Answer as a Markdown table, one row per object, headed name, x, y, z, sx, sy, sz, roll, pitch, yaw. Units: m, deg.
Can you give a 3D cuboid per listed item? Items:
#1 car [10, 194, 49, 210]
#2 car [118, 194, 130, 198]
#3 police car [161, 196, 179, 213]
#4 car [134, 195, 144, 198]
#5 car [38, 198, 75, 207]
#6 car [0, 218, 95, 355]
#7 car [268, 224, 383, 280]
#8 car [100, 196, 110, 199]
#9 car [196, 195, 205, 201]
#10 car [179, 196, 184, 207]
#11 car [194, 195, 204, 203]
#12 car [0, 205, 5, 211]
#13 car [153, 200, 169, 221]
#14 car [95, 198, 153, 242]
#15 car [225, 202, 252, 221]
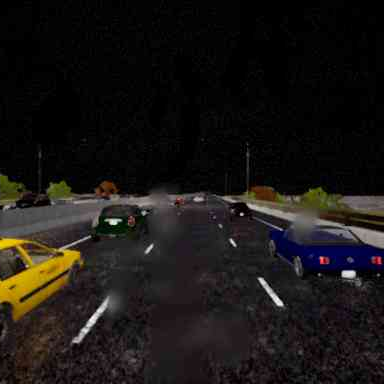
| name | x | y | z | sx | sy | sz | roll | pitch | yaw |
| --- | --- | --- | --- | --- | --- | --- | --- | --- | --- |
| car | -17.192 | 1.254 | 35.798 | 2.150 | 2.045 | 5.566 | 0 | 0 | 1 |
| car | -15.743 | 1.283 | 76.997 | 2.097 | 1.767 | 4.553 | 0 | 0 | 2 |
| police car | -3.043 | 1.549 | 38.602 | 2.038 | 1.542 | 4.974 | 0 | 0 | 1 |
| car | -12.248 | 1.432 | 76.808 | 1.837 | 1.490 | 4.892 | 0 | 0 | 2 |
| car | -13.715 | 1.578 | 35.058 | 2.033 | 1.411 | 5.357 | 0 | 0 | 1 |
| car | -3.487 | 1.460 | 5.891 | 1.801 | 1.575 | 5.366 | 0 | 0 | 0 |
| car | 3.641 | 1.610 | 9.904 | 1.895 | 1.301 | 4.718 | 0 | 0 | 0 |
| car | -19.376 | 1.602 | 74.077 | 1.812 | 1.442 | 4.674 | 0 | 0 | 2 |
| car | 2.229 | 1.550 | 87.133 | 2.128 | 1.511 | 4.902 | 0 | 0 | 3 |
| car | -2.755 | 1.560 | 49.566 | 2.128 | 1.511 | 4.902 | 0 | 0 | 2 |
| car | 1.430 | 1.594 | 69.605 | 1.895 | 1.301 | 4.718 | 0 | 0 | 2 |
| car | -20.756 | 1.624 | 32.949 | 1.895 | 1.301 | 4.718 | 0 | 0 | 1 |
| car | -3.261 | 1.626 | 27.666 | 1.895 | 1.301 | 4.718 | 0 | 0 | 1 |
| car | -3.410 | 1.364 | 16.639 | 2.097 | 1.767 | 4.553 | 0 | 0 | 1 |
| car | 3.851 | 1.555 | 27.725 | 1.812 | 1.442 | 4.674 | 0 | 0 | 1 |
